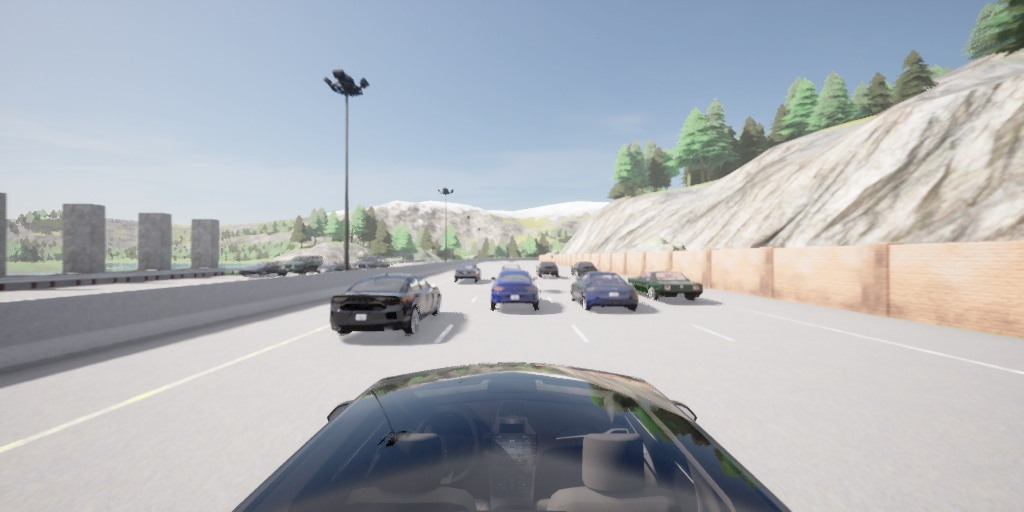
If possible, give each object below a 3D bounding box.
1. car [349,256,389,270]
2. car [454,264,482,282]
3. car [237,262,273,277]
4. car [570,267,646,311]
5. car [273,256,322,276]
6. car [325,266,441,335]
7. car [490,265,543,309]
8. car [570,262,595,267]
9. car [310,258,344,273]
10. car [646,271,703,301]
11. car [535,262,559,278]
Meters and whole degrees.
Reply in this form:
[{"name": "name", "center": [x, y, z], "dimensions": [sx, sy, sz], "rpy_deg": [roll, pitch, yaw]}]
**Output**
[{"name": "car", "center": [-14.395, 0.991, 36.889], "dimensions": [2.150, 2.045, 5.566], "rpy_deg": [0, 0, -1]}, {"name": "car", "center": [-3.530, 1.316, 29.071], "dimensions": [2.033, 1.411, 5.357], "rpy_deg": [0, 0, -1]}, {"name": "car", "center": [-24.882, 1.309, 36.130], "dimensions": [2.033, 1.411, 5.357], "rpy_deg": [0, 0, -1]}, {"name": "car", "center": [3.604, 1.325, 14.658], "dimensions": [1.994, 1.385, 4.181], "rpy_deg": [0, 0, 0]}, {"name": "car", "center": [-21.395, 0.988, 36.843], "dimensions": [2.150, 2.045, 5.566], "rpy_deg": [0, 0, -1]}, {"name": "car", "center": [-3.397, 1.232, 10.554], "dimensions": [1.882, 1.535, 5.008], "rpy_deg": [0, 0, 0]}, {"name": "car", "center": [0.096, 1.285, 14.823], "dimensions": [1.812, 1.442, 4.674], "rpy_deg": [0, 0, 0]}, {"name": "car", "center": [6.852, 1.283, 34.602], "dimensions": [1.837, 1.490, 4.892], "rpy_deg": [0, 0, -1]}, {"name": "car", "center": [-17.884, 1.258, 36.393], "dimensions": [2.128, 1.511, 4.902], "rpy_deg": [0, 0, -1]}, {"name": "car", "center": [7.100, 1.366, 17.292], "dimensions": [1.895, 1.301, 4.718], "rpy_deg": [0, 0, 0]}, {"name": "car", "center": [3.351, 1.281, 34.596], "dimensions": [1.837, 1.490, 4.892], "rpy_deg": [0, 0, -1]}]
